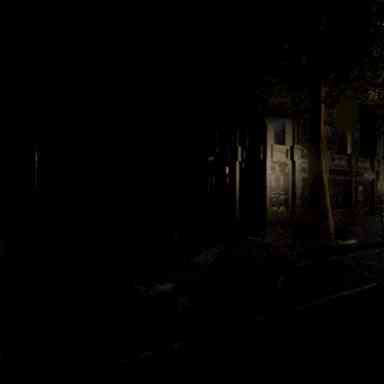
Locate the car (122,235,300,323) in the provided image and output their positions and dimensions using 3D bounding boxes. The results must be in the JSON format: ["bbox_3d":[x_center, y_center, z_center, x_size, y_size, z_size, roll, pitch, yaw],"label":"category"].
[{"bbox_3d":[0.600,1.626,7.196,4.206,1.307,1.802,1,0,-36],"label":"car"}]

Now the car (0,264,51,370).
[{"bbox_3d":[-3.986,1.556,3.919,4.313,1.339,1.947,1,0,-36],"label":"car"}]
